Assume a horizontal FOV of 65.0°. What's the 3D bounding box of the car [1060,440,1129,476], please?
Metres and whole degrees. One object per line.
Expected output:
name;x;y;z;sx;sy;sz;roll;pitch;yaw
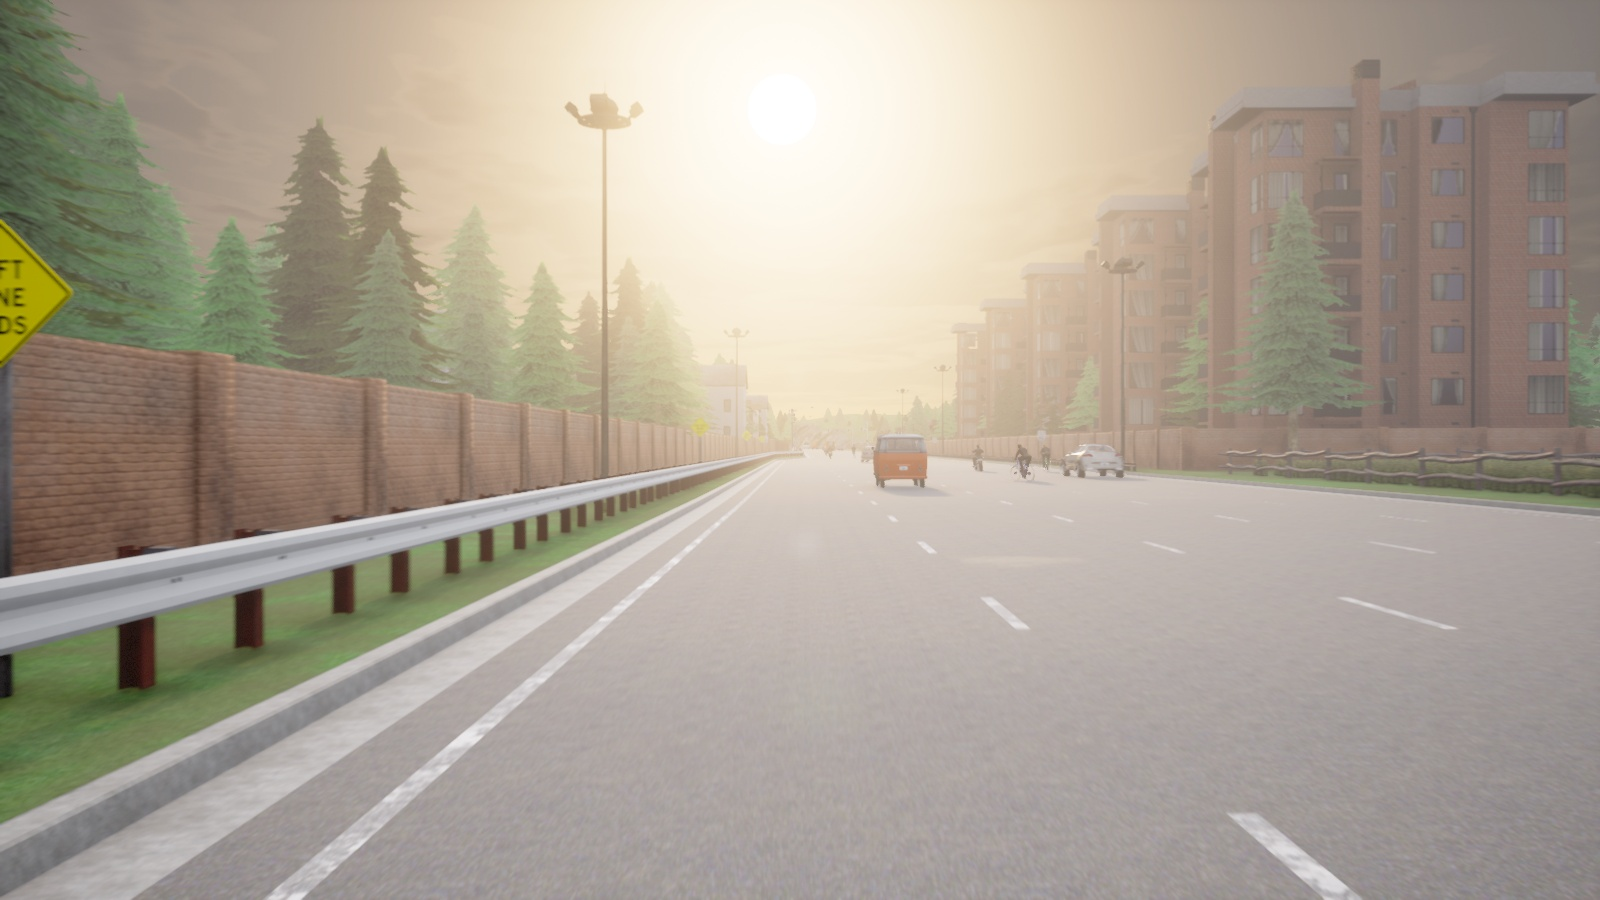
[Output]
car;14.204;0.371;60.829;2.152;1.651;5.027;0;0;0

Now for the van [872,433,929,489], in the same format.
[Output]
van;3.705;0.377;46.890;1.775;1.987;4.442;0;1;0
